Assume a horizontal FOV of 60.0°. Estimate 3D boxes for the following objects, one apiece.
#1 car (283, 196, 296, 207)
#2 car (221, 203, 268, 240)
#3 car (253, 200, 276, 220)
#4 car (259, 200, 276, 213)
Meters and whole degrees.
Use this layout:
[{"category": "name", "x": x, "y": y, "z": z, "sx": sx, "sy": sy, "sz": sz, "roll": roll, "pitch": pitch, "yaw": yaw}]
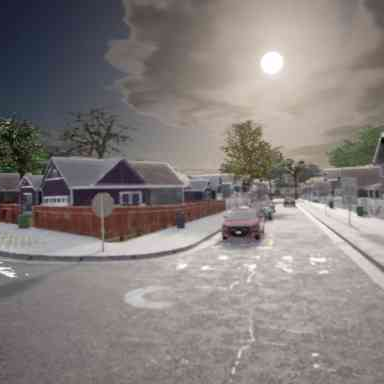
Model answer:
[{"category": "car", "x": 17.233, "y": 1.661, "z": 58.855, "sx": 2.097, "sy": 1.767, "sz": 4.553, "roll": -2, "pitch": -1, "yaw": 15}, {"category": "car", "x": 2.851, "y": 1.616, "z": 18.023, "sx": 1.882, "sy": 1.535, "sz": 5.008, "roll": -2, "pitch": 0, "yaw": 16}, {"category": "car", "x": 6.148, "y": 1.556, "z": 29.950, "sx": 2.097, "sy": 1.767, "sz": 4.553, "roll": -2, "pitch": -1, "yaw": 16}, {"category": "car", "x": 9.668, "y": 1.783, "z": 42.543, "sx": 1.837, "sy": 1.490, "sz": 4.892, "roll": -2, "pitch": -1, "yaw": 16}]
